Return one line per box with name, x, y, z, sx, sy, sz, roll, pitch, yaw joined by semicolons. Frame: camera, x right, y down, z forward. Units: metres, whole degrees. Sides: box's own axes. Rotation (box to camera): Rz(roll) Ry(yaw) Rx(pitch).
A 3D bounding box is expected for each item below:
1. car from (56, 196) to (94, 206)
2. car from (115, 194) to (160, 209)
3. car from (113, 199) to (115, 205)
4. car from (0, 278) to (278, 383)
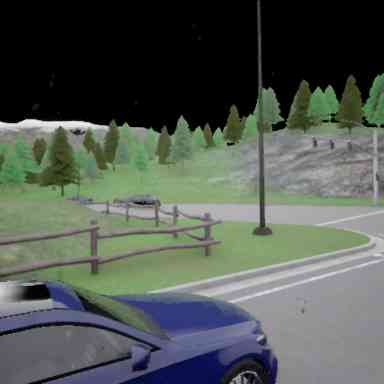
car;-17.333;1.256;49.228;5.357;1.411;2.033;-1;1;8
car;-5.960;0.993;38.033;4.553;1.767;2.097;-1;1;27
car;-7.912;1.110;42.952;4.902;1.511;2.128;-1;1;21
car;-1.335;1.517;2.800;4.674;1.442;1.812;-2;1;-35
